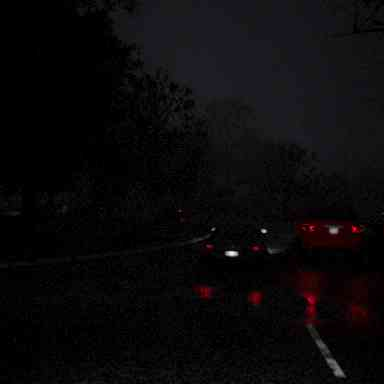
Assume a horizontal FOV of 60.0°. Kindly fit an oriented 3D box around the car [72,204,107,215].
[{"bbox_3d":[-13.677,2.353,44.465,4.674,1.442,1.812,0,-1,15],"label":"car"}]

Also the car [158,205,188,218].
[{"bbox_3d":[-2.410,2.289,39.529,4.674,1.442,1.812,-1,-2,45],"label":"car"}]

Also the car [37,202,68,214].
[{"bbox_3d":[-19.971,2.212,47.061,4.553,1.767,2.097,0,-1,-12],"label":"car"}]

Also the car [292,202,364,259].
[{"bbox_3d":[5.451,1.444,13.792,2.150,2.045,5.566,0,-1,15],"label":"car"}]

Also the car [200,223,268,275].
[{"bbox_3d":[1.528,1.715,11.151,1.994,1.385,4.181,0,-1,12],"label":"car"}]
